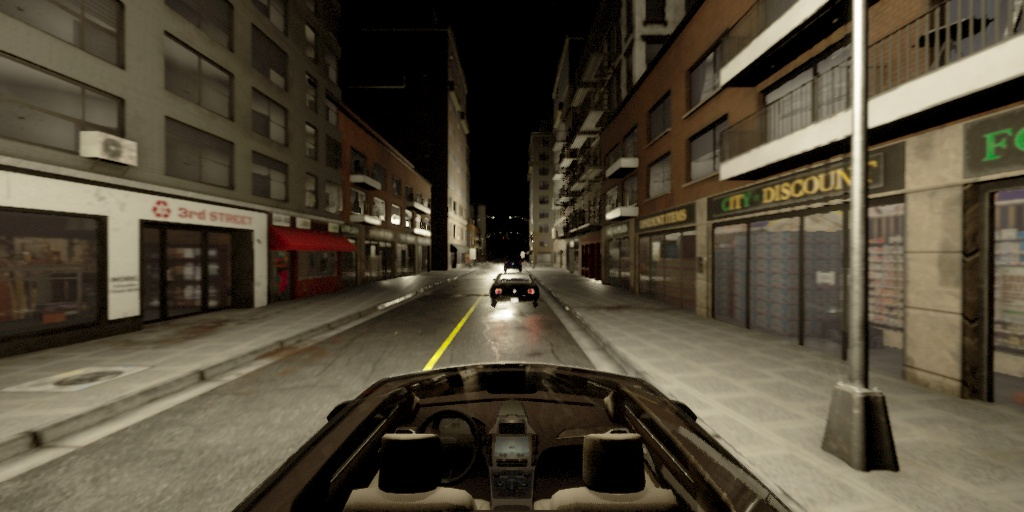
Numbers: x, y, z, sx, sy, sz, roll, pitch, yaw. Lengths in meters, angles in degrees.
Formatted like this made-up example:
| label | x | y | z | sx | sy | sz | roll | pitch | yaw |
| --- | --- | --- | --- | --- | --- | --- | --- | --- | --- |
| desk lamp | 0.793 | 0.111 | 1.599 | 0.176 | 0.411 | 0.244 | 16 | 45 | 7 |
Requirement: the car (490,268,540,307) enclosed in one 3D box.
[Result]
| label | x | y | z | sx | sy | sz | roll | pitch | yaw |
| --- | --- | --- | --- | --- | --- | --- | --- | --- | --- |
| car | 0.105 | 1.353 | 15.561 | 1.895 | 1.301 | 4.718 | 0 | 0 | 0 |

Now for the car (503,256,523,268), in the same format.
| label | x | y | z | sx | sy | sz | roll | pitch | yaw |
| --- | --- | --- | --- | --- | --- | --- | --- | --- | --- |
| car | 0.110 | 0.995 | 43.889 | 2.150 | 2.045 | 5.566 | 0 | 0 | 0 |
